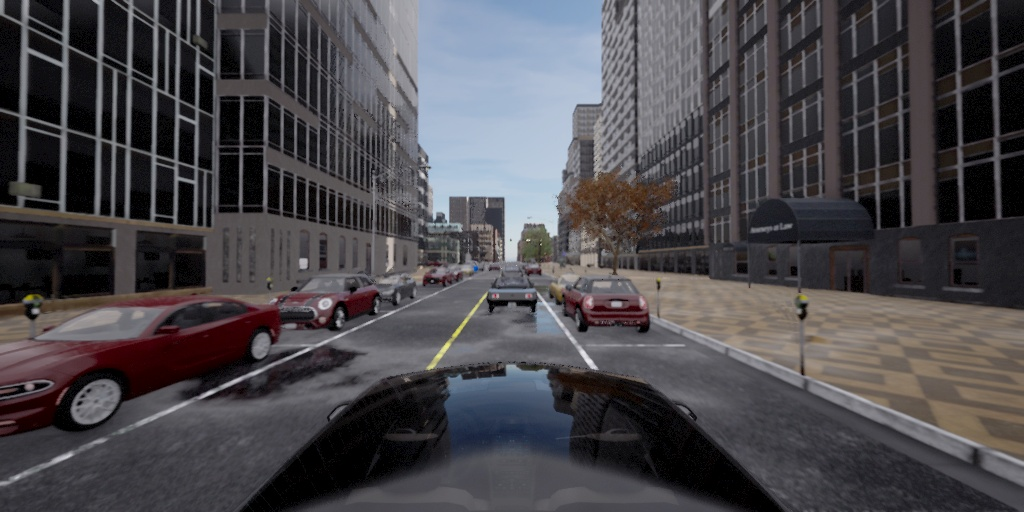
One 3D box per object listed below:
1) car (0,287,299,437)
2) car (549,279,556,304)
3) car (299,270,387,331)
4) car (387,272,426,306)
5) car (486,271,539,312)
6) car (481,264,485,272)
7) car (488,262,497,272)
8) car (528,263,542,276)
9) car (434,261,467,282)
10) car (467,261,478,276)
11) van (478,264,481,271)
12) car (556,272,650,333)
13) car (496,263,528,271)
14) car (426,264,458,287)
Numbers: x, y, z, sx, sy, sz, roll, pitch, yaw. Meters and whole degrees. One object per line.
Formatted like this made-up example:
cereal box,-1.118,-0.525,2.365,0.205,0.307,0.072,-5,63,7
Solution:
car,-5.688,1.338,5.651,1.888,1.381,4.507,0,0,0
car,2.699,1.436,16.894,1.751,1.417,4.829,0,0,0
car,-5.684,1.292,11.190,1.967,1.591,4.097,0,0,0
car,-5.681,1.461,16.729,2.007,1.370,4.403,0,0,0
car,0.028,1.494,15.089,1.895,1.301,4.718,0,-1,1
car,-5.656,1.950,61.041,1.948,1.339,4.313,0,0,0
car,-3.024,1.988,61.316,1.895,1.301,4.718,0,-1,1
car,2.714,1.752,44.420,1.888,1.381,4.507,0,0,0
car,-5.672,1.528,33.347,1.967,1.591,4.097,0,0,0
car,-5.666,1.732,44.254,1.751,1.417,4.829,0,0,0
van,-5.662,1.606,49.963,1.690,1.789,3.998,0,0,0
car,2.696,1.291,11.186,1.967,1.591,4.097,0,0,0
car,0.038,1.549,30.351,2.128,1.511,4.902,0,0,0
car,-5.675,1.574,27.807,1.888,1.381,4.507,0,0,0
